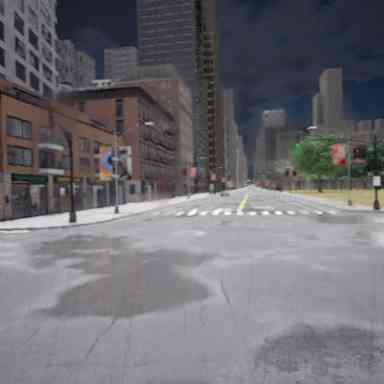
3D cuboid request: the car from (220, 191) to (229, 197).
[{"bbox_3d":[7.397,0.406,75.482,1.812,1.442,4.674,-1,1,10],"label":"car"}]
